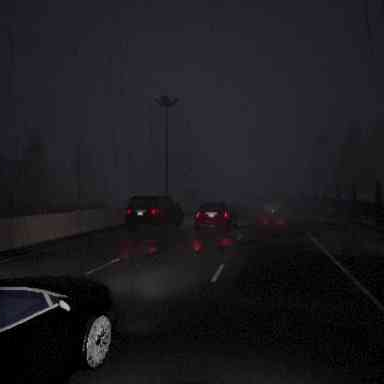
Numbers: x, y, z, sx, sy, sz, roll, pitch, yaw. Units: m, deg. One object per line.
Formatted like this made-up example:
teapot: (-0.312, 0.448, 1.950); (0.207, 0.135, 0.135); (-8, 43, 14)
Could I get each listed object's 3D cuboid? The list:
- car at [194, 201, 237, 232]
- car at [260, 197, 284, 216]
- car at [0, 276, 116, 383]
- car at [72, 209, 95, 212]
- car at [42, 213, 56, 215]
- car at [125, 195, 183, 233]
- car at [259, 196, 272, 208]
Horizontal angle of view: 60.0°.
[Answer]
car: (1.569, 1.348, 20.532); (2.097, 1.767, 4.553); (0, 0, 13)
car: (7.776, 1.522, 32.231); (1.812, 1.442, 4.674); (0, -1, 12)
car: (-2.376, 1.491, 2.969); (2.128, 1.511, 4.902); (0, 0, 13)
car: (-10.182, 1.558, 33.094); (1.994, 1.385, 4.181); (0, 0, 12)
car: (-13.555, 1.520, 34.036); (1.812, 1.442, 4.674); (0, 0, 12)
car: (-2.122, 1.219, 20.072); (2.150, 2.045, 5.566); (0, 0, 13)
car: (10.011, 1.345, 43.973); (2.097, 1.767, 4.553); (0, 0, 9)
